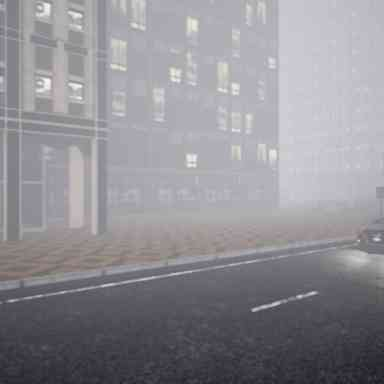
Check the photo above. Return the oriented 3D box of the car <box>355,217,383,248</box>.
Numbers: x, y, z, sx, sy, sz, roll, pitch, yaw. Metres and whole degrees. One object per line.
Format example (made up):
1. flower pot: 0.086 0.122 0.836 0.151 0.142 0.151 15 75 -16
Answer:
1. car: 8.713 1.653 13.905 4.181 1.385 1.994 0 0 -35

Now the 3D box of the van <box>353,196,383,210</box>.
1. van: 23.698 1.454 44.382 1.690 1.788 3.998 0 0 -34

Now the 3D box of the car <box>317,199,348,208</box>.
1. car: 20.511 1.633 48.914 1.887 1.381 4.507 0 0 -34
